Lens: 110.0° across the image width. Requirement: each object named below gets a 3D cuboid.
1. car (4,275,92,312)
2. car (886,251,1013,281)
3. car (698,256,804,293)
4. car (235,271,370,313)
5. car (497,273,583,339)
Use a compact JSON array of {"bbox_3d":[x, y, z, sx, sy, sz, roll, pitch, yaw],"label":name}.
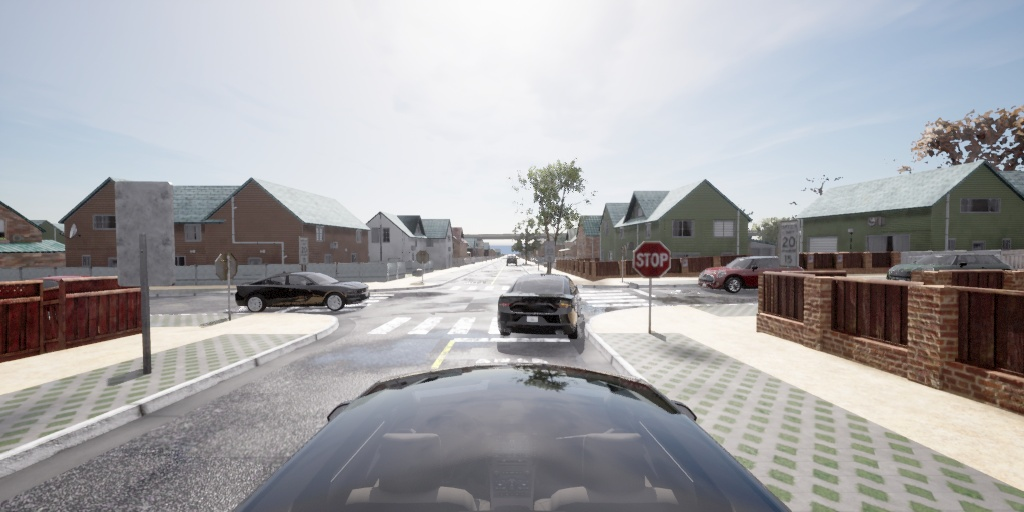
[{"bbox_3d":[-18.026,1.546,14.664,5.008,1.535,1.882,-1,2,0],"label":"car"},{"bbox_3d":[21.696,0.646,17.895,4.553,1.767,2.097,-1,2,0],"label":"car"},{"bbox_3d":[11.801,0.820,17.820,4.553,1.767,2.097,-1,2,0],"label":"car"},{"bbox_3d":[-8.473,1.376,14.730,5.008,1.535,1.882,-1,2,0],"label":"car"},{"bbox_3d":[0.955,1.224,10.207,1.882,1.535,5.008,0,0,12],"label":"car"}]
